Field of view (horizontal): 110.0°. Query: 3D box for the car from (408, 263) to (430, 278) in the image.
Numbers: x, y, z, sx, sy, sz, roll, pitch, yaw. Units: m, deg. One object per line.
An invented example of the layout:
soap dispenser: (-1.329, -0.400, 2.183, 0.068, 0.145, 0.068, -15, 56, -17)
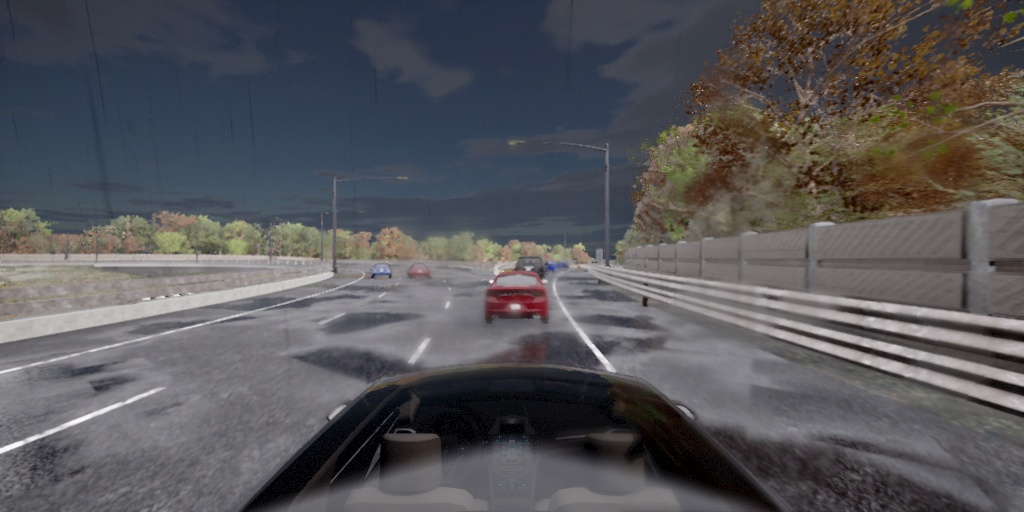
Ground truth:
car: (-9.223, 1.389, 35.428, 1.994, 1.385, 4.181, 0, 0, -18)

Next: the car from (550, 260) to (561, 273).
car: (4.536, 1.283, 43.797, 1.882, 1.535, 5.008, 0, 0, 13)

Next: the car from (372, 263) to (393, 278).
car: (-12.790, 1.381, 35.321, 2.033, 1.411, 5.357, 0, 0, -19)

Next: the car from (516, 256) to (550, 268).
car: (1.473, 1.007, 26.725, 2.150, 2.045, 5.566, 0, 0, 7)

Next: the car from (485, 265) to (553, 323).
car: (0.223, 1.244, 12.237, 1.882, 1.535, 5.008, 0, 0, 3)

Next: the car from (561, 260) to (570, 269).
car: (8.231, 1.338, 57.608, 1.882, 1.535, 5.008, 0, -1, 15)
